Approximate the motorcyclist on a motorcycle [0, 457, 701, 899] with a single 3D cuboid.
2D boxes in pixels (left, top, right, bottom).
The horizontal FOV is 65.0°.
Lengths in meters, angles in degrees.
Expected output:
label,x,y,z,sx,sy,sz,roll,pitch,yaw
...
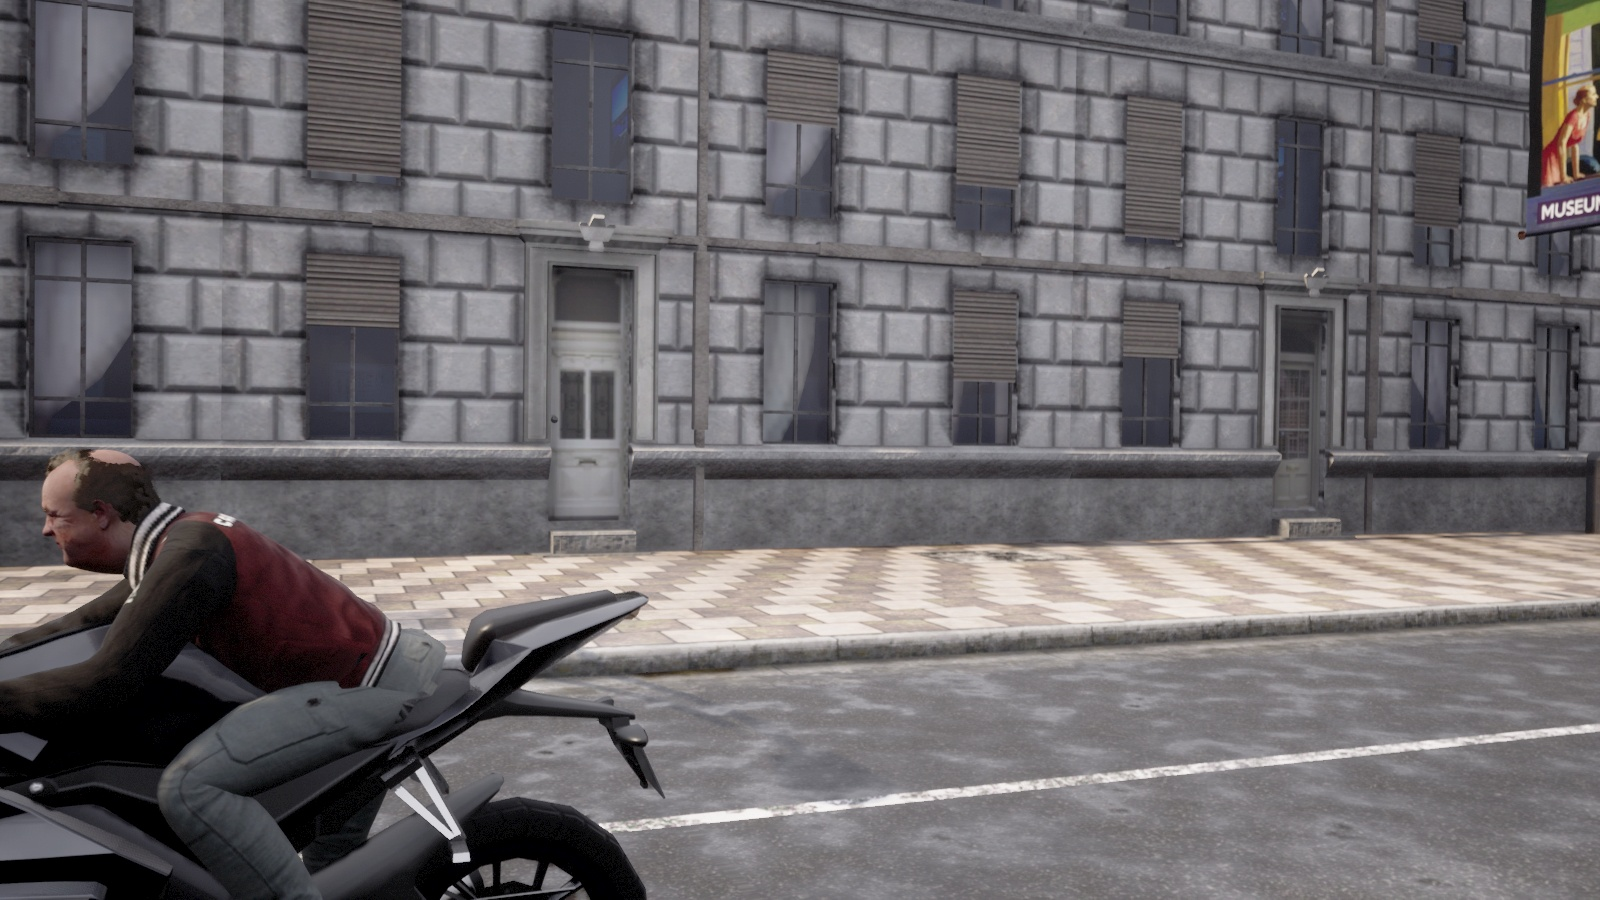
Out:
label,x,y,z,sx,sy,sz,roll,pitch,yaw
motorcyclist on a motorcycle,-1.391,0.805,2.711,2.191,1.530,0.866,-1,1,-21
